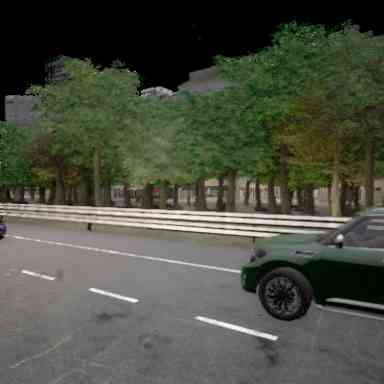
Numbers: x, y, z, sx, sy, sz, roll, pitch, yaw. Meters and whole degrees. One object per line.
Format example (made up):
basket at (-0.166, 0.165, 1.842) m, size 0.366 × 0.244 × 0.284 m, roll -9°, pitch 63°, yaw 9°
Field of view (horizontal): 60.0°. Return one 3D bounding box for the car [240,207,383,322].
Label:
car at (3.604, 1.223, 5.598) m, size 5.566 × 2.045 × 2.150 m, roll 0°, pitch 0°, yaw 36°

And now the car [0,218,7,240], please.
car at (-10.497, 1.534, 15.679) m, size 4.674 × 1.442 × 1.812 m, roll 0°, pitch 0°, yaw 36°
